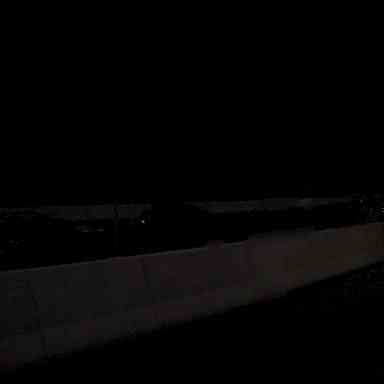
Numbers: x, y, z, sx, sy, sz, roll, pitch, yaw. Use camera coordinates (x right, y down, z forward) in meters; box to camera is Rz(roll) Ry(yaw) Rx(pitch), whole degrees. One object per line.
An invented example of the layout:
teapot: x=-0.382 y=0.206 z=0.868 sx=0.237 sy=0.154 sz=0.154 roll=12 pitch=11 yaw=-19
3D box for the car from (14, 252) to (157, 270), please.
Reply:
car: x=-3.265 y=1.599 z=10.338 sx=4.718 sy=1.301 sz=1.895 roll=0 pitch=0 yaw=-36
